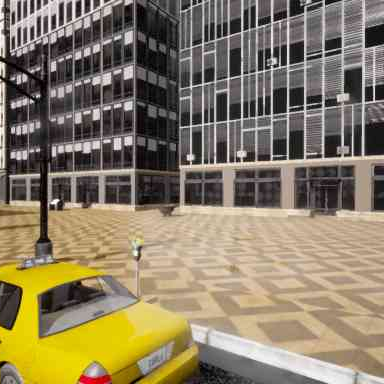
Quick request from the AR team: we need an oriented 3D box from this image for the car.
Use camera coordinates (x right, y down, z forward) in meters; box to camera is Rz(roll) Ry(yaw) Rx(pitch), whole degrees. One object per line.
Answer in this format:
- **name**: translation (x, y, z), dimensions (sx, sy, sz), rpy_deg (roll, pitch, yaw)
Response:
- **car**: translation (-2.207, 1.525, 4.466), dimensions (4.829, 1.417, 1.752), rpy_deg (0, 0, 36)
